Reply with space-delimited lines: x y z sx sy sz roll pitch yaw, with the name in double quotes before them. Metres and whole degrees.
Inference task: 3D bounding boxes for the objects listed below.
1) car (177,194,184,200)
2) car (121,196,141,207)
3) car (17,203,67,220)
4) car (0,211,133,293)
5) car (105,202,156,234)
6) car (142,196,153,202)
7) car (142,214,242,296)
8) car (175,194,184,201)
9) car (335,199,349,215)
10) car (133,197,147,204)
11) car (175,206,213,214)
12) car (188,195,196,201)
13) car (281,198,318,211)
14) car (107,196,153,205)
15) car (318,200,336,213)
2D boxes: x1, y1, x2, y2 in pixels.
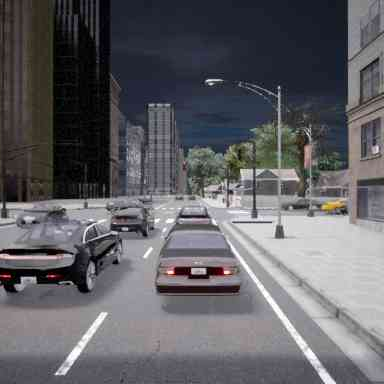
"car" -3.225 1.310 93.958 1.882 1.535 5.008 0 0 0
"car" -9.812 1.486 53.797 2.128 1.511 4.902 0 0 1
"car" -9.783 1.490 22.114 2.128 1.511 4.902 0 0 -3
"car" -3.149 1.492 8.856 2.128 1.511 4.902 0 0 0
"car" -3.145 1.504 18.116 1.837 1.490 4.892 0 0 0
"car" -9.731 1.517 73.229 1.812 1.442 4.674 0 0 0
"car" 0.093 1.545 8.785 2.033 1.411 5.357 0 0 -1
"car" -3.228 1.341 83.923 2.097 1.767 4.553 0 0 0
"car" 15.998 1.514 30.769 4.181 1.385 1.994 0 -1 0
"car" -9.776 1.594 63.117 1.895 1.301 4.718 0 0 1
"car" 0.103 1.491 17.839 2.128 1.511 4.902 0 0 0
"car" 0.022 1.494 84.129 1.837 1.490 4.892 0 0 0
"car" 13.293 1.554 40.739 4.892 1.490 1.837 0 -1 0
"car" -6.368 1.483 34.182 4.902 1.511 2.128 0 0 0
"car" 15.974 1.460 34.020 5.008 1.535 1.882 0 -1 0
